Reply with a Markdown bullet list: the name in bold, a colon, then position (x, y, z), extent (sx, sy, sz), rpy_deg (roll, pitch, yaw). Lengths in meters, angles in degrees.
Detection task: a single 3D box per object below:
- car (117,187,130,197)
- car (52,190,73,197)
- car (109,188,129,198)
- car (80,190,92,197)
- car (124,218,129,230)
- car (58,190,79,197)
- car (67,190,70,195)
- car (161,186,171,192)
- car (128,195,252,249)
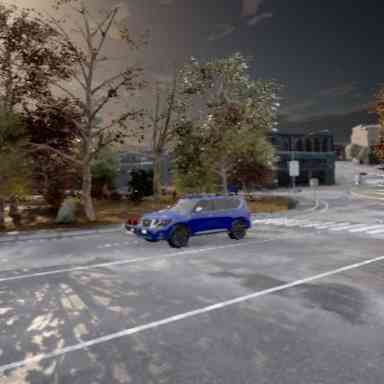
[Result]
- **car**: position (-13.107, 0.039, 69.412), extent (2.435, 2.045, 5.566), rpy_deg (-2, 2, 15)
- **car**: position (-32.371, 0.300, 83.327), extent (2.097, 1.535, 5.008), rpy_deg (0, 3, 17)
- **car**: position (-15.531, 0.197, 71.126), extent (2.185, 1.767, 4.553), rpy_deg (-1, 2, 15)
- **car**: position (-22.805, 0.362, 76.280), extent (2.231, 1.521, 4.892), rpy_deg (-1, 2, 16)
- **car**: position (-1.261, 1.584, 18.228), extent (4.718, 1.301, 1.895), rpy_deg (-1, 0, -37)
- **car**: position (-30.044, 0.325, 81.370), extent (1.946, 1.575, 5.366), rpy_deg (0, 3, 16)
- **car**: position (-27.618, 0.211, 79.754), extent (2.185, 1.767, 4.553), rpy_deg (-1, 3, 16)
- **car**: position (-3.314, -0.181, 62.620), extent (2.435, 2.045, 5.566), rpy_deg (-2, 2, 14)
- **car**: position (0.276, 1.196, 15.000), extent (5.566, 2.045, 2.150), rpy_deg (-1, 0, -37)
